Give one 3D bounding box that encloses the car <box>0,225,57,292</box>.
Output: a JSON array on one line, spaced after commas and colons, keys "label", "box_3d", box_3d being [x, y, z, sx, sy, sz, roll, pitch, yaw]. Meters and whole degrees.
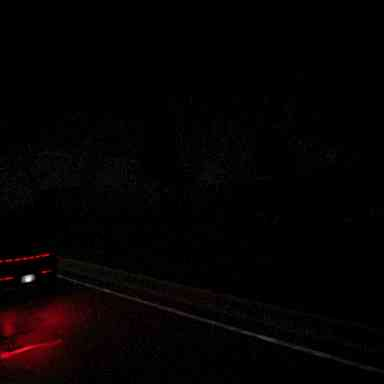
[{"label": "car", "box_3d": [-5.377, 1.637, 8.715, 4.892, 1.490, 1.837, -1, -1, 40]}]
